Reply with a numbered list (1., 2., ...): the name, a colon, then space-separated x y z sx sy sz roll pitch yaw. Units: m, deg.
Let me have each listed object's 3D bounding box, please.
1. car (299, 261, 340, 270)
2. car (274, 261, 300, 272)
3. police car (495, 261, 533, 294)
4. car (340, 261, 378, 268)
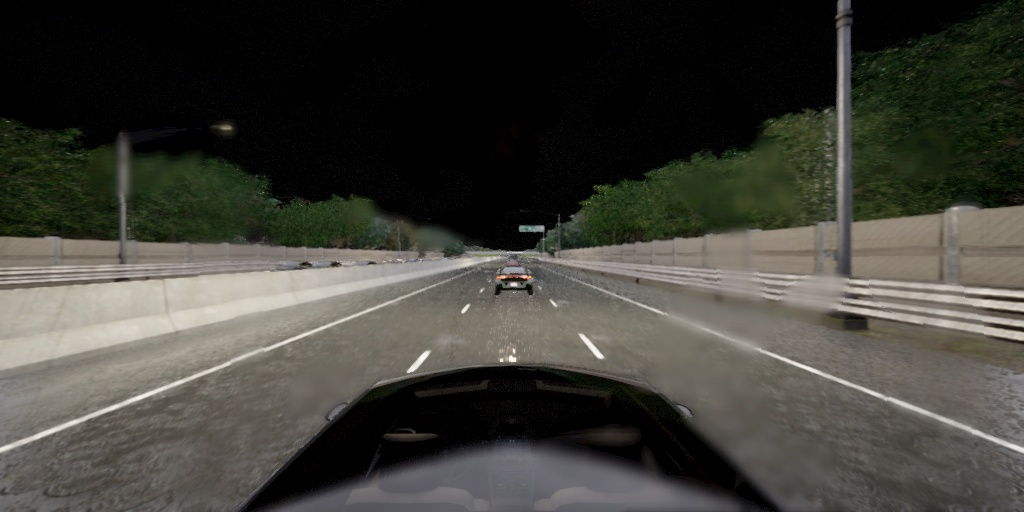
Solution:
1. car: -17.572 1.244 33.995 1.837 1.490 4.892 0 0 0
2. car: -21.059 1.247 35.038 1.837 1.490 4.892 0 0 0
3. police car: 0.102 1.249 20.191 2.038 1.542 4.974 0 0 0
4. car: -14.072 1.244 34.118 1.837 1.490 4.892 0 0 0
